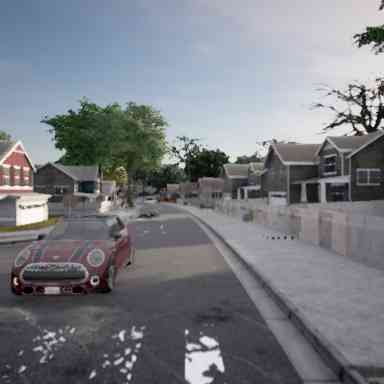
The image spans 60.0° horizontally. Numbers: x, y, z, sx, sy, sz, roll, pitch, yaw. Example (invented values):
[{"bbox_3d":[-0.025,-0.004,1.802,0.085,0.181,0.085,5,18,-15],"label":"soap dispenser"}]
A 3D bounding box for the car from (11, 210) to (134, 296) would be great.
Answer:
[{"bbox_3d":[-2.905,1.441,9.036,2.097,1.767,4.553,0,-1,-1],"label":"car"}]

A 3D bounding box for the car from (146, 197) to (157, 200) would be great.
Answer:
[{"bbox_3d":[-7.185,1.904,58.746,2.150,2.045,5.566,0,-1,-8],"label":"car"}]

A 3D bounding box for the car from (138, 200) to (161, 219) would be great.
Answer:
[{"bbox_3d":[-4.318,1.936,34.040,1.837,1.490,4.892,0,0,-5],"label":"car"}]
